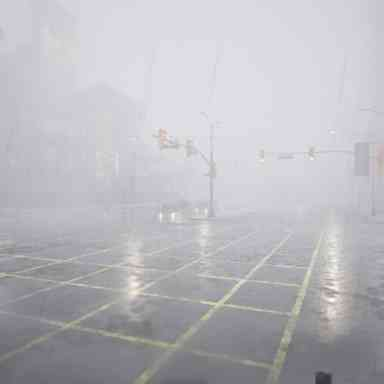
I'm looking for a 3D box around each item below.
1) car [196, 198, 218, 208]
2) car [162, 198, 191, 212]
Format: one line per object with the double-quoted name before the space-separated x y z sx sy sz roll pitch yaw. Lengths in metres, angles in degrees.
"car" 2.196 1.601 48.688 1.895 1.301 4.718 0 0 23
"car" -1.774 1.478 39.277 1.882 1.535 5.008 0 0 25
